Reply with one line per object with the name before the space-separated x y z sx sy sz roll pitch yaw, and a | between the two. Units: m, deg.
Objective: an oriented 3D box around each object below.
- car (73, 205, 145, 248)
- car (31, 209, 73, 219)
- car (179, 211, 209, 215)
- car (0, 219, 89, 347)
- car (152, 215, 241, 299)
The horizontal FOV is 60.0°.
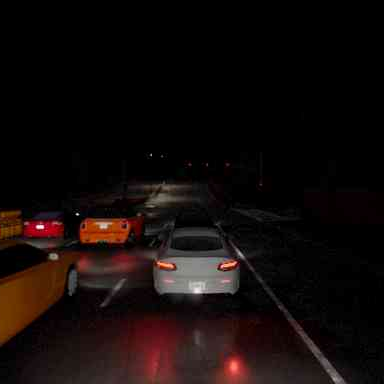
car | -3.406 1.352 14.950 2.097 1.767 4.553 0 0 0
car | -6.906 1.564 17.145 1.994 1.385 4.181 0 0 0
car | 0.094 1.601 17.189 1.895 1.301 4.718 0 0 0
car | -3.403 1.478 5.276 1.882 1.535 5.008 0 0 0
car | 0.094 1.526 8.301 1.812 1.442 4.674 0 0 0
